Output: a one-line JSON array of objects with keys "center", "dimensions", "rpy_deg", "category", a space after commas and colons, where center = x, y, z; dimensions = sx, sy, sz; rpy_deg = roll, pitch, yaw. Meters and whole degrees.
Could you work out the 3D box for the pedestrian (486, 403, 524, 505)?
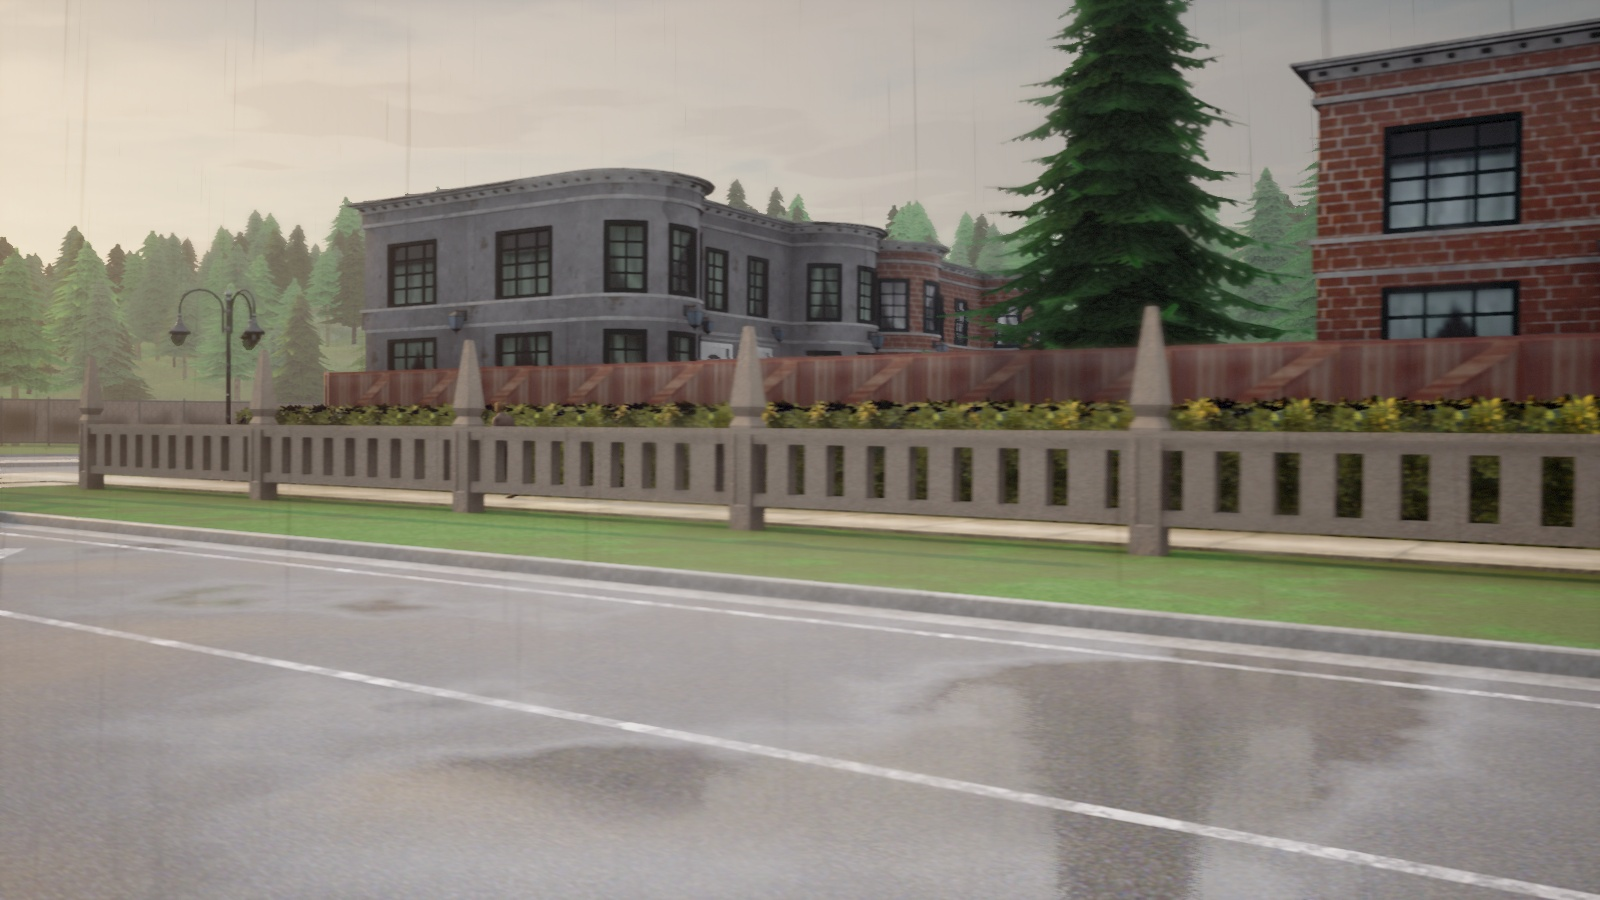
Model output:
[{"center": [-5.446, 0.073, 23.208], "dimensions": [0.634, 1.846, 0.331], "rpy_deg": [0, 1, 37], "category": "pedestrian"}]
